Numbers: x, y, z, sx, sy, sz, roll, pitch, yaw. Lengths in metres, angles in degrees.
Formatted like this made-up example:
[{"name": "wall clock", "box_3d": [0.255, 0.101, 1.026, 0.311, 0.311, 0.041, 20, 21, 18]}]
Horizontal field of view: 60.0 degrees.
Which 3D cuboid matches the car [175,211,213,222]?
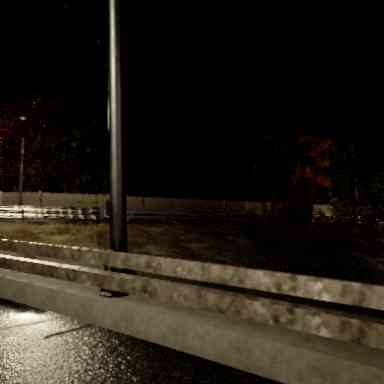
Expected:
[{"name": "car", "box_3d": [0.379, 3.249, 45.473, 5.357, 1.411, 2.033, 3, -2, -26]}]
